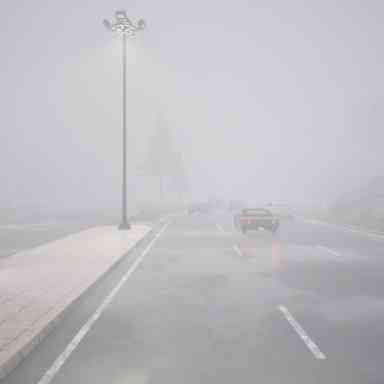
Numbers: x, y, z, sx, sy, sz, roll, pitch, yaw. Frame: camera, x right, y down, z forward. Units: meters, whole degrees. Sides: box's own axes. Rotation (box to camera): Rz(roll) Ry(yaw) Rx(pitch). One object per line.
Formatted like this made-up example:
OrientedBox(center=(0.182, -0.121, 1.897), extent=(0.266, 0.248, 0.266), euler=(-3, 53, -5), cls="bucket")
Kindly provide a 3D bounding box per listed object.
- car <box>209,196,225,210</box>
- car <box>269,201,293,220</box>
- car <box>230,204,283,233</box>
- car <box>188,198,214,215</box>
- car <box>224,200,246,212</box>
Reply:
OrientedBox(center=(3.233, 1.352, 44.168), extent=(2.097, 1.767, 4.553), euler=(0, 0, 15), cls="car")
OrientedBox(center=(7.299, 1.525, 28.444), extent=(1.812, 1.442, 4.674), euler=(0, 0, 2), cls="car")
OrientedBox(center=(3.603, 1.601, 19.509), extent=(1.895, 1.301, 4.718), euler=(0, 0, 0), cls="car")
OrientedBox(center=(0.829, 1.601, 34.162), extent=(1.895, 1.301, 4.718), euler=(0, 0, 8), cls="car")
OrientedBox(center=(5.258, 1.564, 38.253), extent=(1.994, 1.385, 4.181), euler=(0, 0, 13), cls="car")
